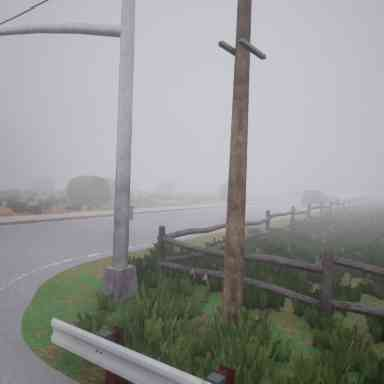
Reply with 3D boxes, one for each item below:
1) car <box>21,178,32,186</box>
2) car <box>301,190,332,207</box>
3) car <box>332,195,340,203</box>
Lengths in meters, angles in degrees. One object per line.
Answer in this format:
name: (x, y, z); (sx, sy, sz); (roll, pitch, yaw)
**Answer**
car: (-39.132, -2.293, 79.214); (1.905, 1.878, 3.866); (8, 2, -13)
car: (15.453, 0.816, 41.801); (2.150, 2.045, 5.566); (3, 2, 34)
car: (21.206, 1.138, 50.698); (1.994, 1.385, 4.181); (3, 2, 33)
